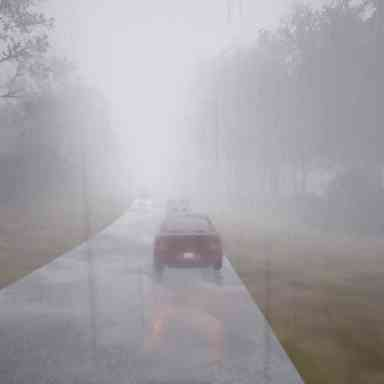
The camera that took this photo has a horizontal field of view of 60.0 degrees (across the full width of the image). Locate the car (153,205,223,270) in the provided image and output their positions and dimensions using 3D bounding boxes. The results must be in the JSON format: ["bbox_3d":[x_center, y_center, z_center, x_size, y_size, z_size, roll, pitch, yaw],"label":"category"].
[{"bbox_3d":[-0.166,1.416,10.827,1.882,1.535,5.008,0,1,-2],"label":"car"}]

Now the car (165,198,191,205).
[{"bbox_3d":[-1.017,1.145,24.642,2.033,1.411,5.357,0,2,-5],"label":"car"}]

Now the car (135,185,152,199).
[{"bbox_3d":[-6.361,-0.044,43.669,2.097,1.767,4.553,1,3,-10],"label":"car"}]
